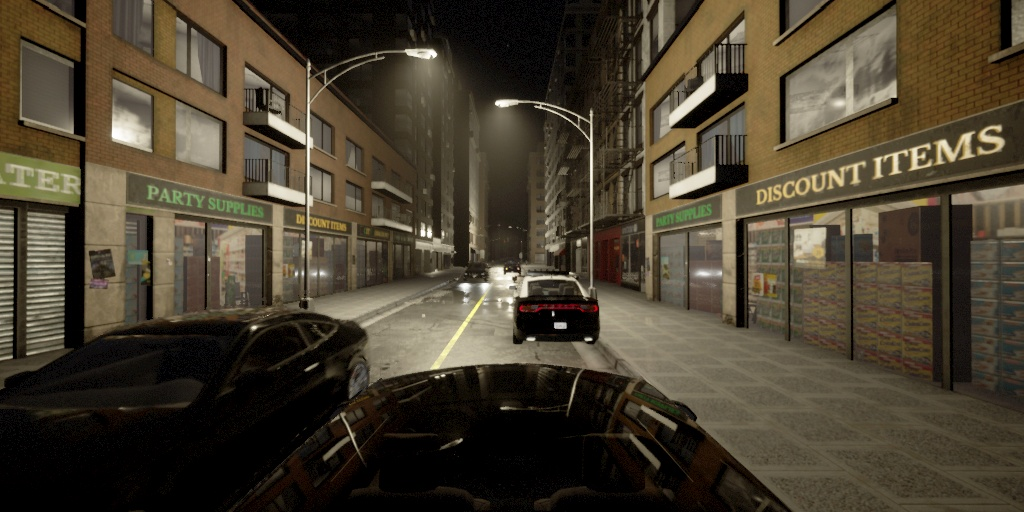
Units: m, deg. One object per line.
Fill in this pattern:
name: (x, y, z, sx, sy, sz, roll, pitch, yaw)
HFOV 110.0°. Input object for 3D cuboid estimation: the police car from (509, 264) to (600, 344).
police car: (0.957, 1.177, 9.687, 1.930, 1.638, 5.238, 0, 0, 0)

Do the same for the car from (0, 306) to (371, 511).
car: (-2.850, 1.275, 3.283, 1.812, 1.442, 4.674, 0, 0, 0)

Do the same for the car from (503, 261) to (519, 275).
car: (0.048, 1.368, 39.269, 1.895, 1.301, 4.718, 0, 0, 0)

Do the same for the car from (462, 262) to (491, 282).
car: (-2.771, 1.263, 28.769, 1.837, 1.490, 4.892, 0, 0, 0)
